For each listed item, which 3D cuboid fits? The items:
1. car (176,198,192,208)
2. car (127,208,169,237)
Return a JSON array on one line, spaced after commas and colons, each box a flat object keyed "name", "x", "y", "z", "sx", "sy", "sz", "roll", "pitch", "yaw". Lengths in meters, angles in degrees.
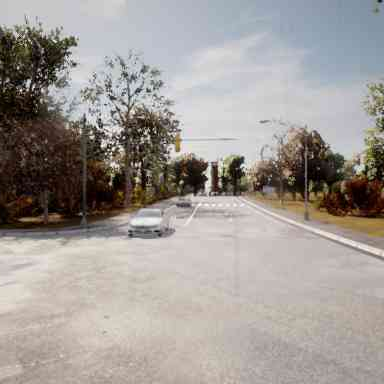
[{"name": "car", "x": -1.039, "y": 1.444, "z": 44.871, "sx": 1.895, "sy": 1.301, "sz": 4.718, "roll": 0, "pitch": 1, "yaw": 3}, {"name": "car", "x": -2.410, "y": 1.691, "z": 19.309, "sx": 1.812, "sy": 1.442, "sz": 4.674, "roll": 0, "pitch": 0, "yaw": 3}]
